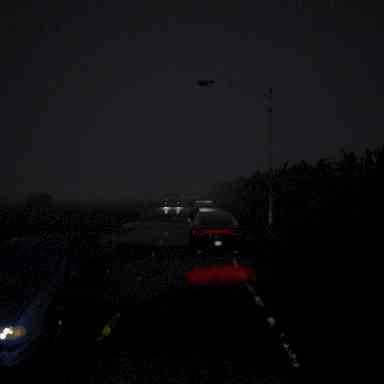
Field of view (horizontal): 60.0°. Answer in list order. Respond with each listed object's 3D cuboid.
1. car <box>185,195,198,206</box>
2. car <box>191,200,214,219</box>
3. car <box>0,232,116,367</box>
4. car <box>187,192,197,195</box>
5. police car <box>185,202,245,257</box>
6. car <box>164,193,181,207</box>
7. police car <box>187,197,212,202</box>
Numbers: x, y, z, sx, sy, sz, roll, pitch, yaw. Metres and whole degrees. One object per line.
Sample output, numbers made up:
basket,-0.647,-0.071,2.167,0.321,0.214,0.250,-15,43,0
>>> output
car,0.006,1.501,47.848,1.895,1.301,4.718,0,0,0
car,0.819,1.476,28.980,1.812,1.442,4.674,0,0,0
car,-2.852,1.540,6.393,2.033,1.411,5.357,0,0,0
car,-0.015,1.062,64.687,2.150,2.045,5.566,0,0,0
police car,0.822,1.408,13.090,1.930,1.638,5.238,0,0,0
car,-2.835,1.119,49.204,2.150,2.045,5.566,0,0,0
police car,0.820,1.389,23.090,1.930,1.638,5.238,0,0,0
